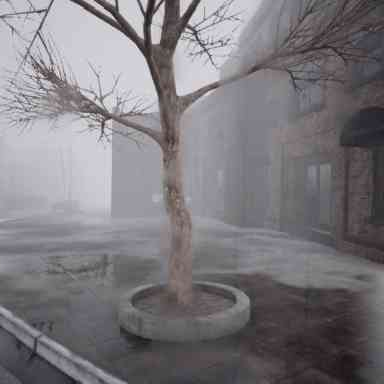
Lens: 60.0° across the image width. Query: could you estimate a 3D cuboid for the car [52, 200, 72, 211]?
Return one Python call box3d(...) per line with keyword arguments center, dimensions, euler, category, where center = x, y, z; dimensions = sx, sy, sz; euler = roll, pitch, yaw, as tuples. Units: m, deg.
box3d(center=(-16.860, 1.733, 44.367), dimensions=(1.812, 1.442, 4.674), euler=(1, 0, 8), category="car")
